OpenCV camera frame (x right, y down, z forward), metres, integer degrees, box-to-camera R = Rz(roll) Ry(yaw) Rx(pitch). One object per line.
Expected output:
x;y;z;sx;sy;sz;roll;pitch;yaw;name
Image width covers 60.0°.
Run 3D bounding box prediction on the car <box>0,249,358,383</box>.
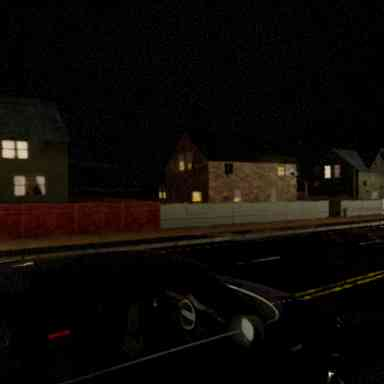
-0.442;1.361;3.125;4.553;1.767;2.097;0;0;-36;car
